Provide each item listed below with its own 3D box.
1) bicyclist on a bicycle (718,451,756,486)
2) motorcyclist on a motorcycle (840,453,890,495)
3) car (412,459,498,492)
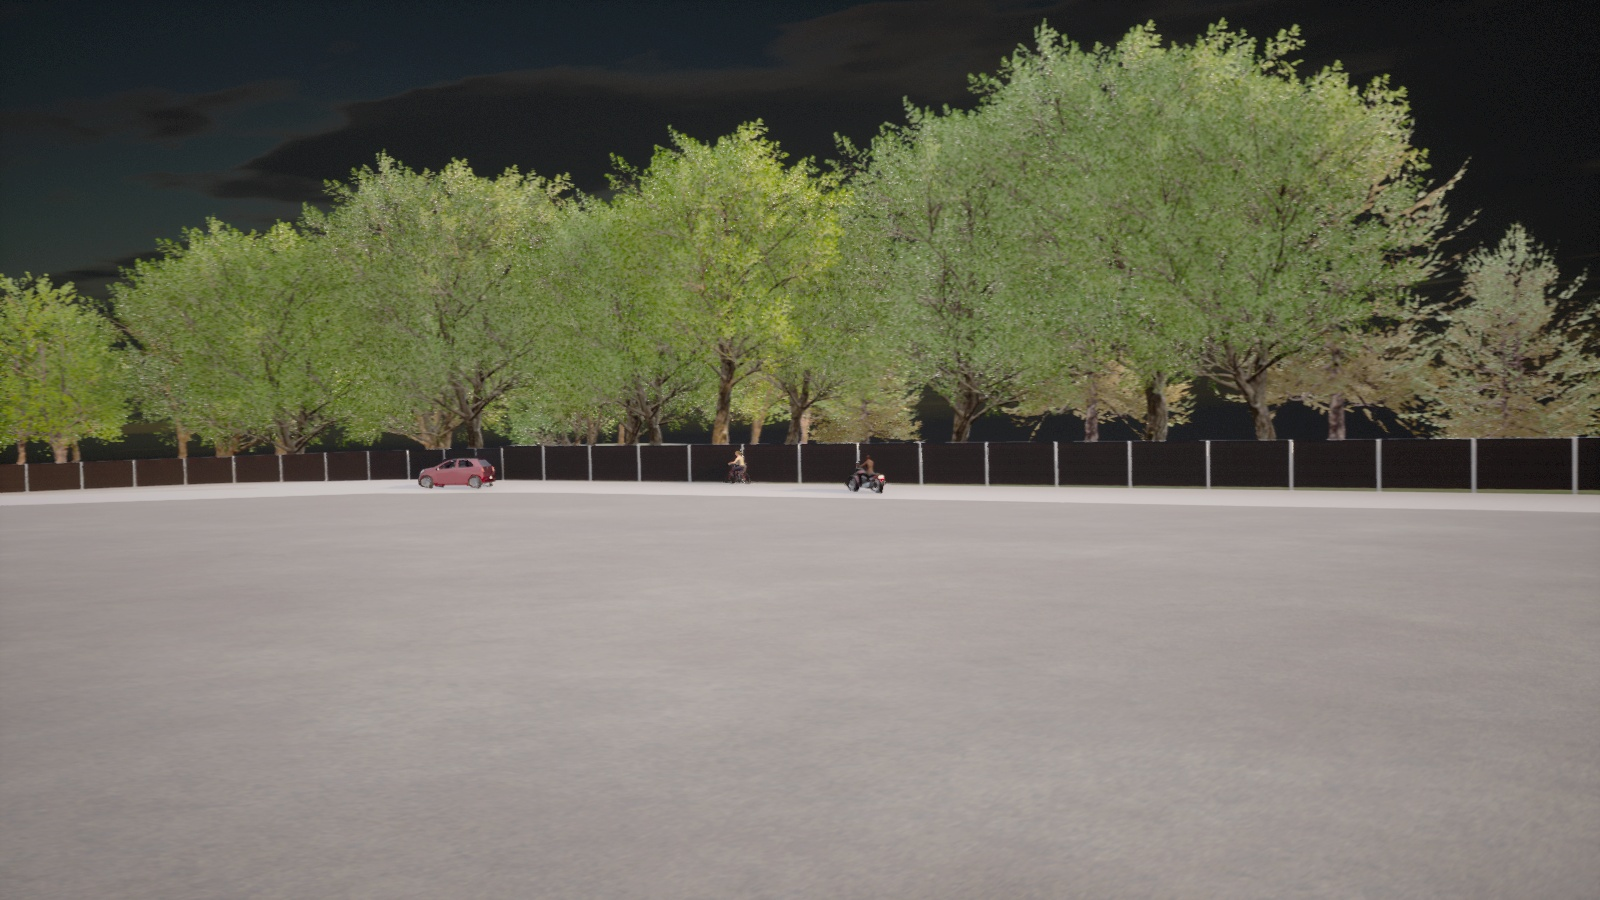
[{"bbox_3d":[-3.006,0.864,59.869,1.509,1.612,0.866,0,3,36],"label":"bicyclist on a bicycle"},{"bbox_3d":[2.713,0.982,52.473,0.766,1.649,2.350,-3,2,-35],"label":"motorcyclist on a motorcycle"},{"bbox_3d":[-16.978,1.245,61.893,3.633,1.501,1.845,-1,1,9],"label":"car"}]
